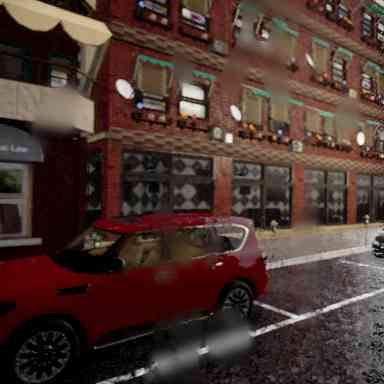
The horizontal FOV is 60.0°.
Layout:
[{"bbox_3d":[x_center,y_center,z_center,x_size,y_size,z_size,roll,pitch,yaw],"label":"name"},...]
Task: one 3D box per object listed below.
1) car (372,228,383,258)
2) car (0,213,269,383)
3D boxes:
[{"bbox_3d":[8.136,1.658,11.886,4.403,1.369,2.008,1,0,-35],"label":"car"},{"bbox_3d":[-0.898,1.333,5.443,5.009,1.841,2.192,1,0,-35],"label":"car"}]
